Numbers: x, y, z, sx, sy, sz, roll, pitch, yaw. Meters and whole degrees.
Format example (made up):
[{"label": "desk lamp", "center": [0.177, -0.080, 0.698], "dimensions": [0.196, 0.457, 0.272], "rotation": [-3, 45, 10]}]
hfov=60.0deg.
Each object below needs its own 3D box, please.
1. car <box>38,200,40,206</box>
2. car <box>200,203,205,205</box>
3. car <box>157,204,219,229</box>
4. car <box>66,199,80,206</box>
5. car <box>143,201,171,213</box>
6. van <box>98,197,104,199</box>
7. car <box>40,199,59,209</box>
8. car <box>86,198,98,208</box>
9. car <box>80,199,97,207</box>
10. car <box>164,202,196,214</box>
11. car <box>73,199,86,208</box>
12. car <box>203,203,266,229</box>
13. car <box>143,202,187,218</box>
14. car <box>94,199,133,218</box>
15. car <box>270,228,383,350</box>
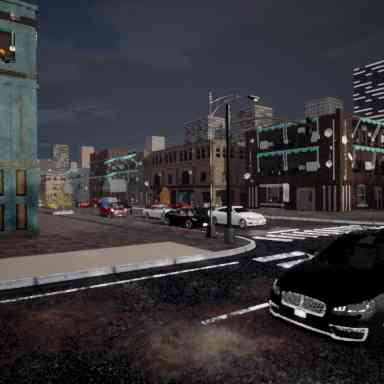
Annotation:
[{"label": "car", "center": [-30.889, 2.376, 66.721], "dimensions": [2.008, 1.369, 4.403], "rotation": [-1, 0, -36]}, {"label": "car", "center": [1.673, 1.810, 35.566], "dimensions": [2.008, 1.369, 4.403], "rotation": [-2, 0, -36]}, {"label": "car", "center": [-0.393, 1.815, 23.835], "dimensions": [1.947, 1.339, 4.313], "rotation": [-2, 0, -36]}, {"label": "car", "center": [-27.289, 2.364, 76.098], "dimensions": [1.947, 1.339, 4.313], "rotation": [-1, 0, -36]}, {"label": "car", "center": [-4.762, 1.966, 44.573], "dimensions": [1.802, 1.307, 4.206], "rotation": [-2, 0, -36]}, {"label": "van", "center": [-14.422, 1.907, 58.083], "dimensions": [1.690, 1.788, 3.998], "rotation": [-1, 0, -36]}, {"label": "car", "center": [-24.354, 2.233, 57.575], "dimensions": [1.752, 1.417, 4.829], "rotation": [-1, 0, -36]}, {"label": "car", "center": [-17.641, 1.940, 62.587], "dimensions": [2.192, 1.841, 5.009], "rotation": [-1, 0, -36]}, {"label": "car", "center": [-20.854, 2.228, 67.091], "dimensions": [1.887, 1.381, 4.507], "rotation": [-1, 0, -36]}, {"label": "car", "center": [-1.545, 1.904, 40.070], "dimensions": [1.802, 1.307, 4.206], "rotation": [-2, 0, -36]}, {"label": "car", "center": [-20.578, 2.230, 62.263], "dimensions": [1.994, 1.385, 4.181], "rotation": [-1, 0, -36]}, {"label": "car", "center": [3.098, 1.722, 23.680], "dimensions": [1.812, 1.442, 4.674], "rotation": [-1, 0, -37]}, {"label": "car", "center": [-2.860, 1.915, 31.967], "dimensions": [1.895, 1.301, 4.718], "rotation": [-1, 0, -36]}, {"label": "car", "center": [-8.365, 1.847, 35.196], "dimensions": [1.967, 1.590, 4.097], "rotation": [-1, 0, -36]}, {"label": "car", "center": [3.539, 1.504, 6.226], "dimensions": [4.892, 1.490, 1.837], "rotation": [0, 0, -36]}]
